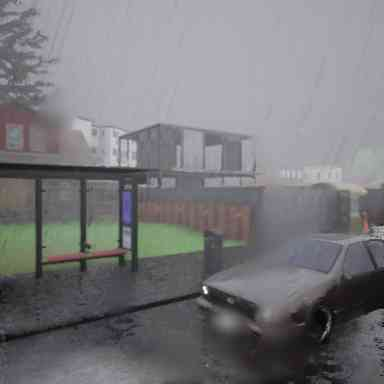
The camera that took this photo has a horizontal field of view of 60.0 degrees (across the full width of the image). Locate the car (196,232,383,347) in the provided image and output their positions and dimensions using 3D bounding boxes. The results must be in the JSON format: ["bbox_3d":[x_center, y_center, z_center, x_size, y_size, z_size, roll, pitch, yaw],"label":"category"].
[{"bbox_3d":[2.694,1.542,6.466,5.357,1.411,2.033,0,0,-35],"label":"car"}]
